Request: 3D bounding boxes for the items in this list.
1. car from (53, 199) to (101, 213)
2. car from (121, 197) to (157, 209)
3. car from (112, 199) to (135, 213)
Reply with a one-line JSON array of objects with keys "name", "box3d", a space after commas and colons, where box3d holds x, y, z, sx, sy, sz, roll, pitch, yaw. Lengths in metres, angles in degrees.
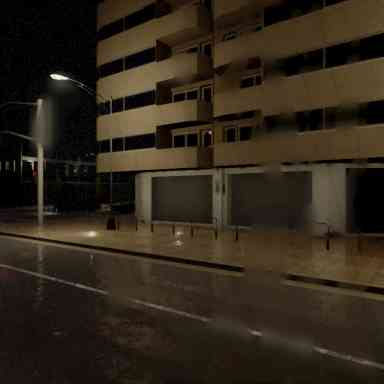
[{"name": "car", "box3d": [-12.963, 1.547, 37.900, 2.033, 1.411, 5.357, 0, 0, 37]}, {"name": "car", "box3d": [-7.174, 1.478, 45.796, 1.882, 1.535, 5.008, 0, 0, 36]}, {"name": "car", "box3d": [-6.082, 1.601, 35.115, 1.895, 1.301, 4.718, 0, 0, 36]}]
